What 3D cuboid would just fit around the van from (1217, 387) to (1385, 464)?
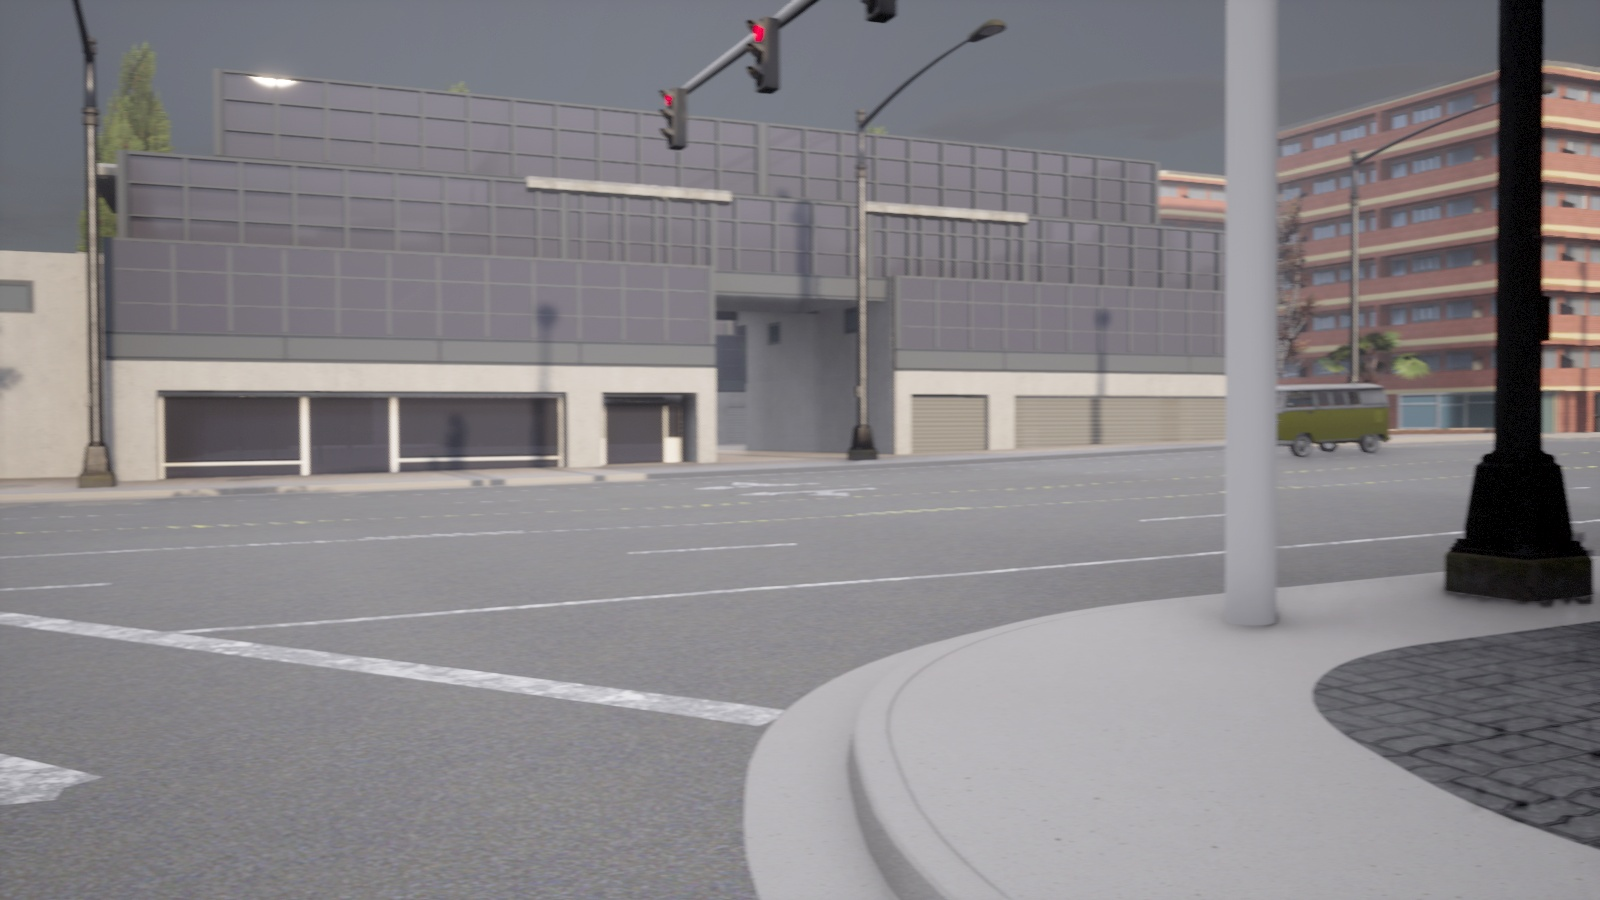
[{"bbox_3d":[14.026,-0.718,35.154,4.442,1.987,1.775,-2,2,-24],"label":"van"}]
